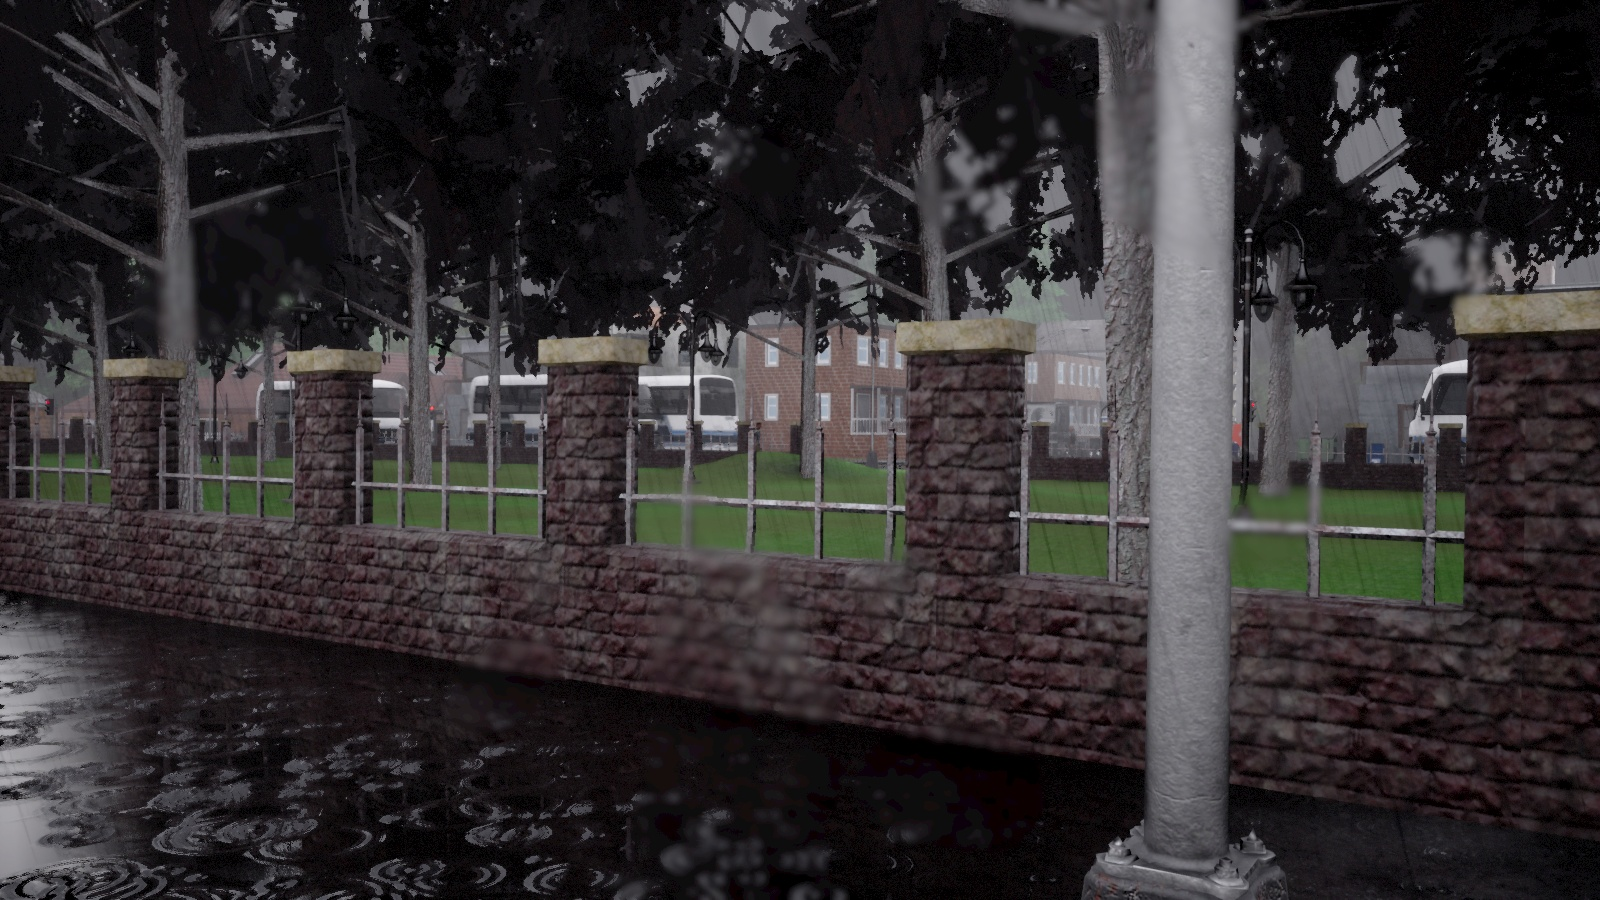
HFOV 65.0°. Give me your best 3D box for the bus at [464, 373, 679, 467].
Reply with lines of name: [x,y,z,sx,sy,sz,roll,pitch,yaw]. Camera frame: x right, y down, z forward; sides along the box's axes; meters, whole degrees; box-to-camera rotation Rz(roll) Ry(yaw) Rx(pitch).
bus: [-11.207,-1.380,61.224,10.273,4.253,3.944,0,1,32]

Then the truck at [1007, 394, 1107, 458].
truck: [14.964,-1.379,72.713,2.891,3.462,7.936,0,1,34]

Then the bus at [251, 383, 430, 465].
bus: [-25.882,-1.373,70.527,10.273,4.253,3.944,-1,1,33]

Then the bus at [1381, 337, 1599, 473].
bus: [25.280,-1.444,41.745,10.273,4.253,3.944,0,1,35]

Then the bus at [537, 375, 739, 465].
bus: [-8.375,-1.444,64.040,10.273,4.253,3.944,0,1,36]

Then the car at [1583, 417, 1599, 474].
car: [25.651,-0.158,36.724,4.611,1.667,2.242,0,1,34]
